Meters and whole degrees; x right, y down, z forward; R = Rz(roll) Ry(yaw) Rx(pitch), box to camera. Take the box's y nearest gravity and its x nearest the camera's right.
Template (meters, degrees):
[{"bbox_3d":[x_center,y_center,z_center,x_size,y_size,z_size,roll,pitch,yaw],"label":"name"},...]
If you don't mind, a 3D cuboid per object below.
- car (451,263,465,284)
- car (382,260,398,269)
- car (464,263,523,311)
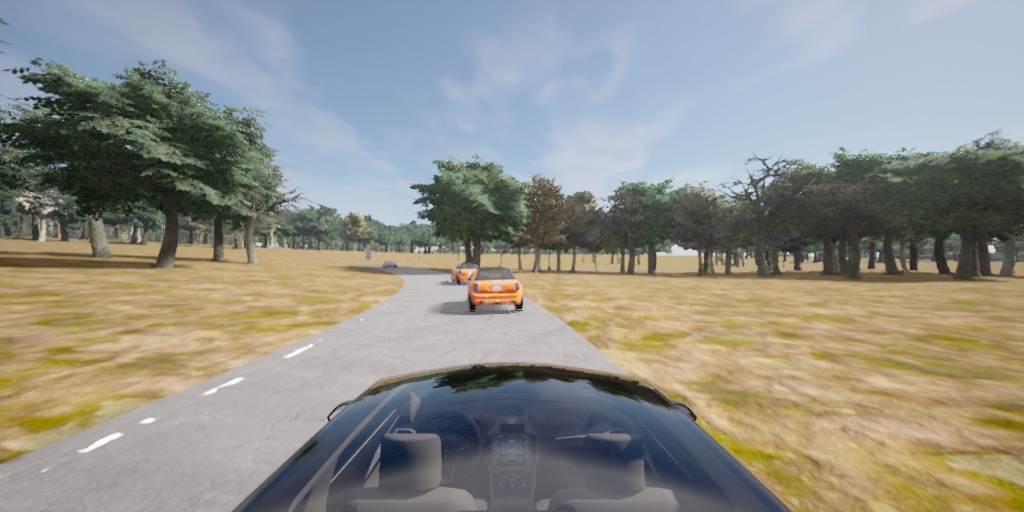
[{"bbox_3d":[-3.895,1.374,30.338,2.097,1.767,4.553,0,0,-16],"label":"car"},{"bbox_3d":[-20.727,1.424,60.893,1.812,1.442,4.674,0,0,-27],"label":"car"},{"bbox_3d":[-0.856,1.234,15.458,2.097,1.767,4.553,-1,0,-8],"label":"car"}]
